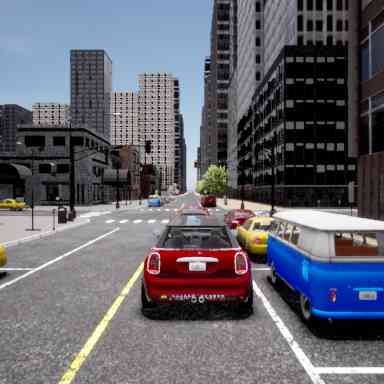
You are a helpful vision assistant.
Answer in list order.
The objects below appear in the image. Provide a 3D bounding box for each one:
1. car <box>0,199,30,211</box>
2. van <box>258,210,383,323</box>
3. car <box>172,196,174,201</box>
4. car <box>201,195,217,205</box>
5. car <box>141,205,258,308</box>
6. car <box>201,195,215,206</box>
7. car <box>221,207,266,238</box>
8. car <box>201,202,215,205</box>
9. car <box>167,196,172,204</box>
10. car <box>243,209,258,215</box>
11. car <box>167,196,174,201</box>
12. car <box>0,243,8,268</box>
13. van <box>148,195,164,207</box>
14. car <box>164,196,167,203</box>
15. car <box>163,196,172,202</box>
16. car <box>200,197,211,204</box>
[{"bbox_3d":[-21.428,1.469,38.455,4.829,1.417,1.752,0,0,0],"label":"car"},{"bbox_3d":[2.684,1.341,6.923,1.690,1.788,3.998,0,0,0],"label":"van"},{"bbox_3d":[-5.729,1.653,72.727,2.008,1.369,4.403,0,0,0],"label":"car"},{"bbox_3d":[2.661,1.369,50.638,2.192,1.841,5.009,0,0,0],"label":"car"},{"bbox_3d":[0.095,1.352,8.065,2.097,1.767,4.553,0,0,0],"label":"car"},{"bbox_3d":[2.658,1.380,56.162,2.192,1.841,5.009,0,0,0],"label":"car"},{"bbox_3d":[2.678,1.587,18.250,1.802,1.307,4.206,0,0,0],"label":"car"},{"bbox_3d":[0.091,1.482,17.271,1.882,1.535,5.008,0,0,0],"label":"car"},{"bbox_3d":[-5.727,1.529,67.204,1.967,1.590,4.097,0,0,0],"label":"car"},{"bbox_3d":[2.681,1.527,12.758,1.752,1.417,4.829,0,0,0],"label":"car"},{"bbox_3d":[-5.738,1.673,89.129,1.752,1.417,4.829,0,0,0],"label":"car"},{"bbox_3d":[-5.696,1.525,6.749,1.752,1.417,4.829,0,0,0],"label":"car"},{"bbox_3d":[-5.719,1.395,50.632,1.690,1.788,3.998,0,0,0],"label":"van"},{"bbox_3d":[-5.721,1.505,56.155,1.967,1.590,4.097,0,0,0],"label":"car"},{"bbox_3d":[-5.732,1.668,78.251,2.008,1.369,4.403,0,0,0],"label":"car"},{"bbox_3d":[2.654,1.655,67.211,1.947,1.339,4.313,0,0,0],"label":"car"}]
